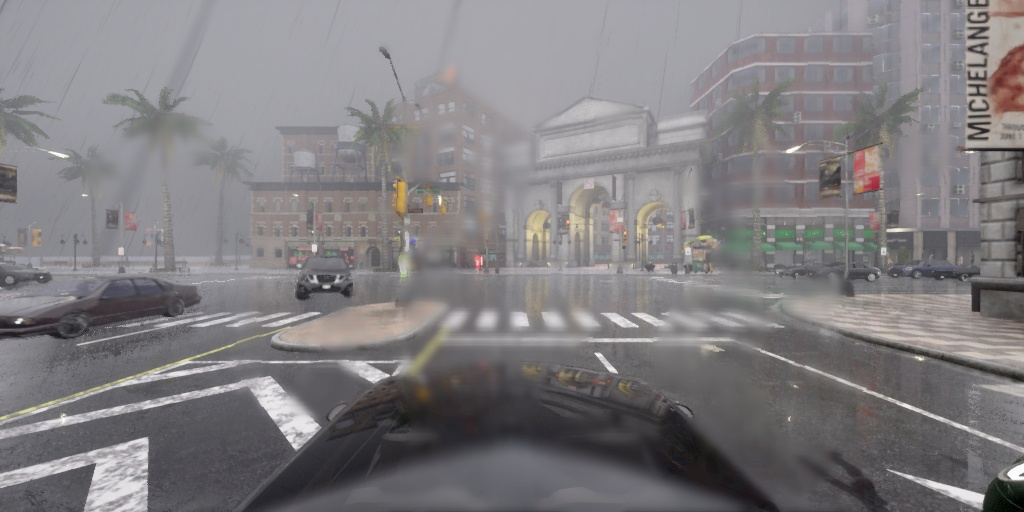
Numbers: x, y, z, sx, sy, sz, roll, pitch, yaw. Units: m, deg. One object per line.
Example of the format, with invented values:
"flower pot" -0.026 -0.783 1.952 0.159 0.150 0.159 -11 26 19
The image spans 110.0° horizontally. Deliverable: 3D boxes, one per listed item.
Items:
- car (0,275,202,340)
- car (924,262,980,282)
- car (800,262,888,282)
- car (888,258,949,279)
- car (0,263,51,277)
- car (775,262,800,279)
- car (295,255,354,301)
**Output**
"car" -11.561 1.297 10.150 2.033 1.411 5.357 0 0 -6
"car" 36.294 1.351 28.329 4.718 1.301 1.895 0 0 2
"car" 26.294 1.255 28.504 4.892 1.490 1.837 0 0 1
"car" 36.279 1.102 31.751 4.553 1.767 2.097 0 0 3
"car" -35.715 1.255 25.385 4.892 1.490 1.837 0 0 1
"car" 26.299 1.242 32.000 4.902 1.511 2.128 0 0 1
"car" -9.284 0.971 17.891 2.150 2.045 5.566 1 -1 -28
